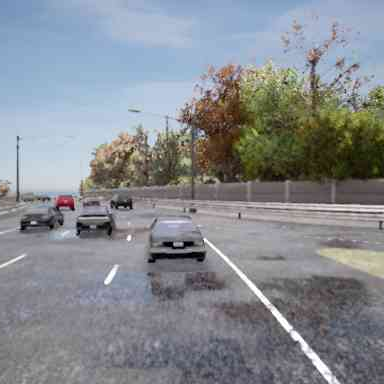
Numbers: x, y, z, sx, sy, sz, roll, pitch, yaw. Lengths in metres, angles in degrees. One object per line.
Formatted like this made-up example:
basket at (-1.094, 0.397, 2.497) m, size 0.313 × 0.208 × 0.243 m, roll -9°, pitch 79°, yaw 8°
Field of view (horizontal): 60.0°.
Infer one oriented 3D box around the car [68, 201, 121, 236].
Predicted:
car at (-5.328, 1.510, 18.838) m, size 2.128 × 1.511 × 4.902 m, roll 0°, pitch 0°, yaw -10°

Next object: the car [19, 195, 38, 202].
car at (-35.909, 1.471, 72.171) m, size 4.902 × 1.511 × 2.128 m, roll 0°, pitch 0°, yaw 44°

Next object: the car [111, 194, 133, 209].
car at (-9.465, 1.254, 44.393) m, size 2.150 × 2.045 × 5.566 m, roll 0°, pitch 0°, yaw -23°

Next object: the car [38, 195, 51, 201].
car at (-33.346, 1.436, 74.553) m, size 4.892 × 1.490 × 1.837 m, roll 0°, pitch 0°, yaw 44°

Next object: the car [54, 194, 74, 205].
car at (-16.672, 1.282, 43.381) m, size 2.150 × 2.045 × 5.566 m, roll 0°, pitch 0°, yaw -25°

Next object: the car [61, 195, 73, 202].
car at (-28.883, 1.472, 76.688) m, size 1.994 × 1.385 × 4.181 m, roll 0°, pitch 0°, yaw -30°

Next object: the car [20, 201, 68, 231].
car at (-9.313, 1.560, 20.912) m, size 1.812 × 1.442 × 4.674 m, roll 0°, pitch 0°, yaw -11°

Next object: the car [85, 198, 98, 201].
car at (-13.670, 1.554, 45.089) m, size 1.837 × 1.490 × 4.892 m, roll 0°, pitch 0°, yaw -25°

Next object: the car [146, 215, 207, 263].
car at (-0.671, 1.549, 12.074) m, size 2.033 × 1.411 × 5.357 m, roll 0°, pitch 0°, yaw -6°
